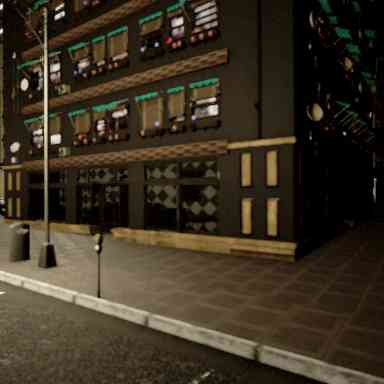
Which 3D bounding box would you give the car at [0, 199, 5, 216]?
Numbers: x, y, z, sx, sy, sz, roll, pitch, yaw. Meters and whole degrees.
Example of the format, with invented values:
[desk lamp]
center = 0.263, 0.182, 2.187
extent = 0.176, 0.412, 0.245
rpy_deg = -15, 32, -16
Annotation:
[car]
center = -13.011, 1.333, 26.882
extent = 1.947, 1.339, 4.313
rpy_deg = 1, 1, 35
